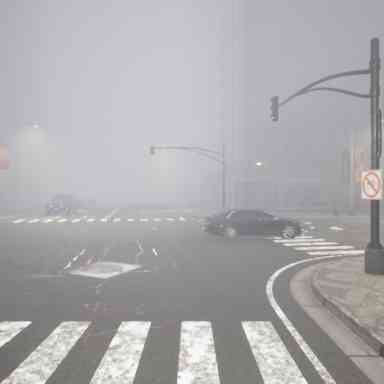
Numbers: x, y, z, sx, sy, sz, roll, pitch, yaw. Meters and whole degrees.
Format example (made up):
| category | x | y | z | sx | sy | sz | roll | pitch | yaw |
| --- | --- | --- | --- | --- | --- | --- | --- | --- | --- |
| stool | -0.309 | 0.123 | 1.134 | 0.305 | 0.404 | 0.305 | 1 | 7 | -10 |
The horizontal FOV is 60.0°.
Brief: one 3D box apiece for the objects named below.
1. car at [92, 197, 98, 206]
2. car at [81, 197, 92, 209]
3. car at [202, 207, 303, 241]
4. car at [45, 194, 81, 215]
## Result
| category | x | y | z | sx | sy | sz | roll | pitch | yaw |
| --- | --- | --- | --- | --- | --- | --- | --- | --- | --- |
| car | -16.529 | 1.506 | 54.058 | 1.882 | 1.535 | 5.008 | 0 | 0 | -9 |
| car | -14.922 | 1.583 | 44.026 | 1.994 | 1.385 | 4.181 | 0 | 0 | -10 |
| car | 2.933 | 1.503 | 16.242 | 4.892 | 1.490 | 1.837 | 0 | 0 | -9 |
| car | -13.313 | 1.233 | 34.167 | 2.150 | 2.045 | 5.566 | 0 | 0 | -10 |
